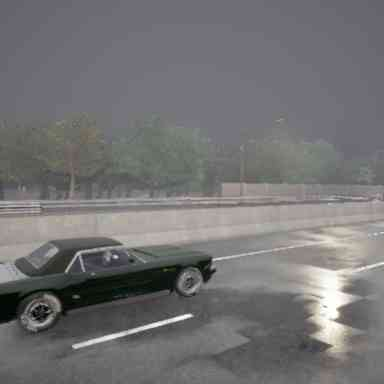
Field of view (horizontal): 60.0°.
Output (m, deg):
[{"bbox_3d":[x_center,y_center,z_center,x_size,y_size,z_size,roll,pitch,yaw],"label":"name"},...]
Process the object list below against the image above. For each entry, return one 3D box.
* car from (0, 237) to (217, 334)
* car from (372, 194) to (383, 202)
[{"bbox_3d":[-1.801,1.585,6.758,4.718,1.301,1.895,0,0,-35],"label":"car"},{"bbox_3d":[33.136,1.161,57.568,4.902,1.511,2.128,-1,0,-35],"label":"car"}]
